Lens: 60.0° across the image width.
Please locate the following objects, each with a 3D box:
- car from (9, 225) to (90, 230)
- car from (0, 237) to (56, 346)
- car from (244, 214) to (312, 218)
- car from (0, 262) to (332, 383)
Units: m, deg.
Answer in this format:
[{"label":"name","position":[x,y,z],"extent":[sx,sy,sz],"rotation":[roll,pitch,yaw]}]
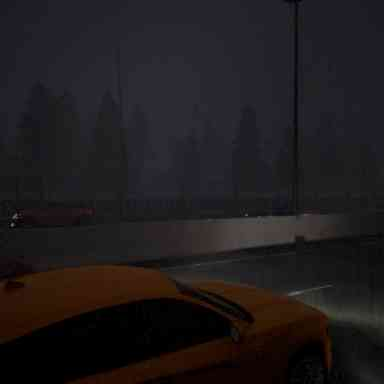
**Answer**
[{"label":"car","position":[-8.188,1.291,19.376],"extent":[4.553,1.767,2.097],"rotation":[0,0,-33]},{"label":"car","position":[-4.628,1.574,4.665],"extent":[4.718,1.301,1.895],"rotation":[0,0,-36]},{"label":"car","position":[6.366,1.543,24.164],"extent":[5.357,1.411,2.033],"rotation":[0,0,-31]},{"label":"car","position":[-0.719,1.469,3.090],"extent":[5.008,1.535,1.882],"rotation":[0,0,-35]}]
